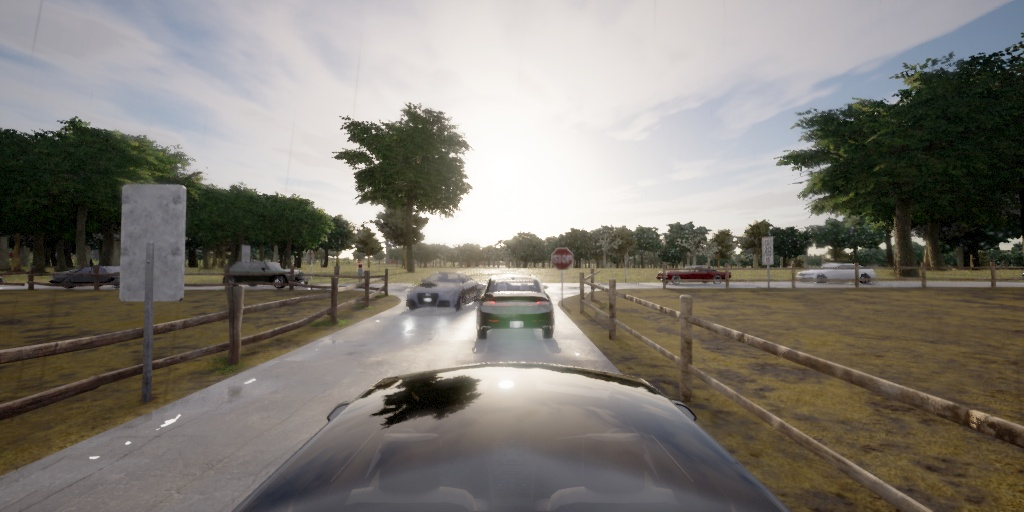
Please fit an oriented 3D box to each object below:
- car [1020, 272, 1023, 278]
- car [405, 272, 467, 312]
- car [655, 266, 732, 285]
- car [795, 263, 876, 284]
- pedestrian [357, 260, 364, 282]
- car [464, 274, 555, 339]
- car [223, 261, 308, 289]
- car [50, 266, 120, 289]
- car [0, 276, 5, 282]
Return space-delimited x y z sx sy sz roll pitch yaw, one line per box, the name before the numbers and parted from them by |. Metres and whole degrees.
car | 38.348 1.145 24.048 5.357 1.411 2.033 0 -2 11
car | -2.615 1.335 14.390 1.994 1.385 4.181 0 0 9
car | 12.932 1.360 25.804 4.718 1.301 1.895 0 -2 -1
car | 23.088 1.233 25.683 4.674 1.442 1.812 -1 -2 4
pedestrian | -12.197 1.187 28.831 0.375 1.860 0.375 0 -1 0
car | 0.038 1.254 10.093 2.128 1.511 4.902 0 0 -1
car | -15.524 1.121 22.802 4.553 1.767 2.097 0 -2 1
car | -25.755 1.313 22.811 5.357 1.411 2.033 0 -2 0
car | -36.007 1.309 22.792 5.357 1.411 2.033 0 -2 0
